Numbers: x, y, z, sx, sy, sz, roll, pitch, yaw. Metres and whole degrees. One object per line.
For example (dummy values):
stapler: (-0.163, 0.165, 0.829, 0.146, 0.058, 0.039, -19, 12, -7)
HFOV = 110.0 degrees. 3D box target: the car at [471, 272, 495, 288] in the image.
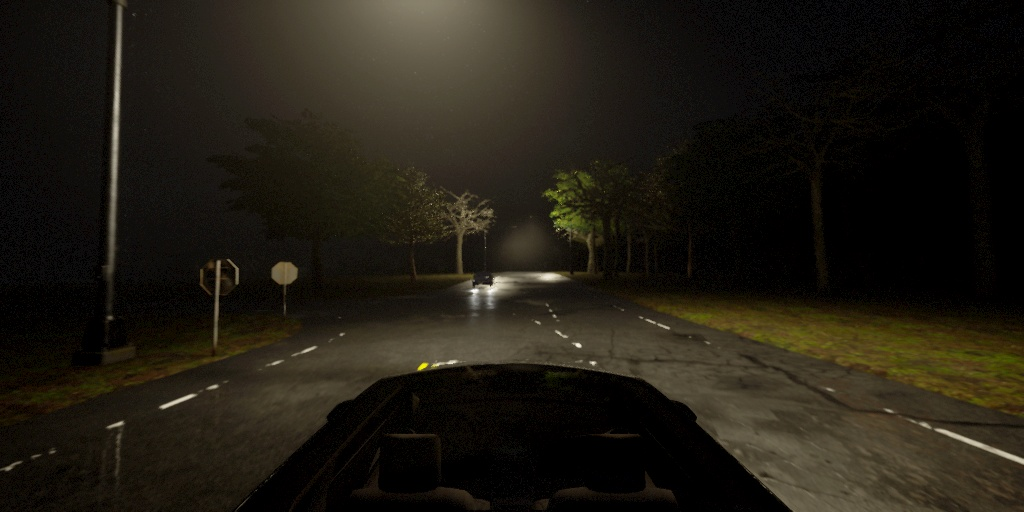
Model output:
car: (-2.753, 2.289, 35.088, 1.812, 1.442, 4.674, -1, -1, 2)
